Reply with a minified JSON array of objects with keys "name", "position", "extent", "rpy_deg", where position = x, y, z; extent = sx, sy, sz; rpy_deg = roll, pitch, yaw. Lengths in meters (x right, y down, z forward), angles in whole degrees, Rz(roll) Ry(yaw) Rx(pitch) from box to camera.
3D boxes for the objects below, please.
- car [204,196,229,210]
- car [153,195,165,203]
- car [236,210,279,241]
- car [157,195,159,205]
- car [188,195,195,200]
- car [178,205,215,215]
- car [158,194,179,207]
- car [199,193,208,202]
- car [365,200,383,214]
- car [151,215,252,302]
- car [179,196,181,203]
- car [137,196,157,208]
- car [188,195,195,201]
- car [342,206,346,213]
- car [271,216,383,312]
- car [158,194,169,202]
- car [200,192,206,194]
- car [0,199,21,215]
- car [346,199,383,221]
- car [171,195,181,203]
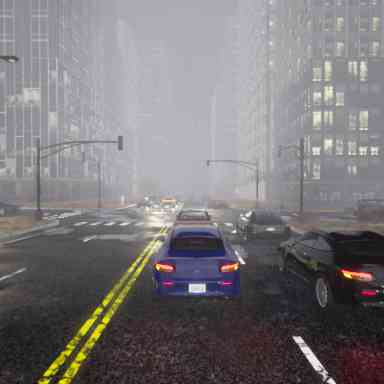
[{"name":"car","position":[3.199,1.565,41.697],"extent":[1.895,1.301,4.718],"rpy_deg":[0,0,-8]},{"name":"car","position":[-6.623,1.448,66.893],"extent":[1.837,1.490,4.892],"rpy_deg":[0,0,0]},{"name":"car","position":[3.330,1.555,16.140],"extent":[1.994,1.385,4.181],"rpy_deg":[0,0,-1]},{"name":"car","position":[-6.666,1.460,57.539],"extent":[1.837,1.490,4.892],"rpy_deg":[0,0,0]},{"name":"car","position":[-0.132,1.505,89.096],"extent":[1.895,1.301,4.718],"rpy_deg":[0,0,0]},{"name":"car","position":[0.077,1.591,17.302],"extent":[1.895,1.301,4.718],"rpy_deg":[0,0,0]},{"name":"car","position":[-3.416,1.442,49.199],"extent":[1.882,1.535,5.008],"rpy_deg":[0,0,0]},{"name":"car","position":[3.145,1.488,73.125],"extent":[1.994,1.385,4.181],"rpy_deg":[0,0,0]},{"name":"car","position":[21.757,1.643,36.178],"extent":[4.829,1.417,1.752],"rpy_deg":[1,0,1]},{"name":"car","position":[0.089,1.522,8.136],"extent":[1.812,1.442,4.674],"rpy_deg":[0,0,0]},{"name":"car","position":[-3.414,1.554,58.578],"extent":[1.895,1.301,4.718],"rpy_deg":[0,0,0]},{"name":"car","position":[-6.668,1.513,47.801],"extent":[2.033,1.411,5.357],"rpy_deg":[0,0,0]},{"name":"car","position":[-0.117,1.466,78.940],"extent":[2.033,1.411,5.357],"rpy_deg":[0,0,0]},{"name":"car","position":[17.538,1.687,33.645],"extent":[4.181,1.385,1.994],"rpy_deg":[1,1,1]},{"name":"car","position":[3.340,1.522,7.571],"extent":[1.812,1.442,4.674],"rpy_deg":[0,0,0]},{"name":"car","position":[-6.614,1.285,76.818],"extent":[2.097,1.767,4.553],"rpy_deg":[0,0,0]},{"name":"car","position":[3.118,1.134,89.518],"extent":[2.150,2.045,5.566],"rpy_deg":[0,0,0]},{"name":"car","position":[-18.506,1.358,30.974],"extent":[4.892,1.490,1.837],"rpy_deg":[1,1,2]},{"name":"car","position":[16.161,1.520,27.883],"extent":[5.009,1.841,2.192],"rpy_deg":[1,0,1]},{"name":"car","position":[-3.353,1.418,69.106],"extent":[1.882,1.535,5.008],"rpy_deg":[0,0,0]}]
